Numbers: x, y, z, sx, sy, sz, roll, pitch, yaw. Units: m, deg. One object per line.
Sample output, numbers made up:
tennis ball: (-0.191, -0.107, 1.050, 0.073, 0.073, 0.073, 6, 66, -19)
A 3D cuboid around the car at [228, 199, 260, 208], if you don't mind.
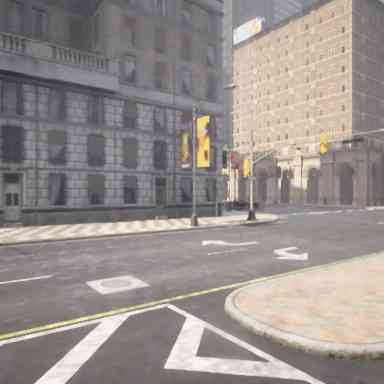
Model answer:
car: (7.191, 1.585, 46.411, 1.895, 1.301, 4.718, 0, 0, -36)
